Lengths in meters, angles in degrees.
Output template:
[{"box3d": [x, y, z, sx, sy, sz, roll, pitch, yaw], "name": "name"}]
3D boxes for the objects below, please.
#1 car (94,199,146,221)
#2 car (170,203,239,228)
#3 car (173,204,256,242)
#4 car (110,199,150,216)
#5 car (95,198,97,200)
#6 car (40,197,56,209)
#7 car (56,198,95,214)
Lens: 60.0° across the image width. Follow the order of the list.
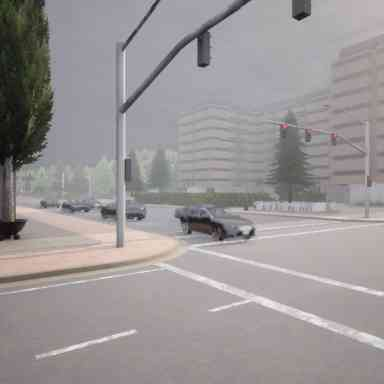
[{"box3d": [-5.661, 1.548, 26.506, 2.033, 1.411, 5.357, 0, 0, -36], "name": "car"}, {"box3d": [0.741, 1.548, 23.649, 2.033, 1.411, 5.357, 0, 0, -36], "name": "car"}, {"box3d": [1.131, 1.492, 16.523, 2.128, 1.511, 4.902, 0, 0, -30], "name": "car"}, {"box3d": [-6.314, 1.491, 33.396, 2.128, 1.511, 4.902, 0, 0, -36], "name": "car"}, {"box3d": [-13.146, 1.491, 42.882, 2.128, 1.511, 4.902, 0, 0, -36], "name": "car"}, {"box3d": [-19.668, 1.506, 45.985, 1.837, 1.490, 4.892, 0, 0, -35], "name": "car"}, {"box3d": [-12.830, 1.548, 36.446, 2.033, 1.411, 5.357, 0, 0, -36], "name": "car"}]
